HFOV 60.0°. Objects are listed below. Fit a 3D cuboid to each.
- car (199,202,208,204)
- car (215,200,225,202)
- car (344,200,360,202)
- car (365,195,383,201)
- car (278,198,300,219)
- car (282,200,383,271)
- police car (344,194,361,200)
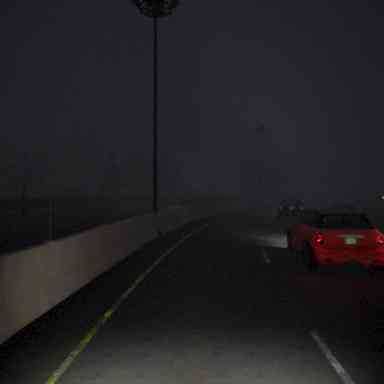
[{"bbox_3d":[2.144,1.077,49.333,2.150,2.045,5.566,0,0,28],"label":"car"},{"bbox_3d":[5.086,1.373,47.353,1.837,1.490,4.892,0,0,28],"label":"car"},{"bbox_3d":[10.513,1.505,23.305,2.033,1.411,5.357,0,0,16],"label":"car"},{"bbox_3d":[44.320,1.355,81.114,5.008,1.535,1.882,0,0,-32],"label":"car"},{"bbox_3d":[8.413,1.290,28.054,2.097,1.767,4.553,0,0,18],"label":"car"},{"bbox_3d":[4.501,1.330,11.043,2.097,1.767,4.553,0,0,7],"label":"car"},{"bbox_3d":[36.551,1.297,75.698,5.238,1.638,1.930,0,0,-38],"label":"police car"}]
